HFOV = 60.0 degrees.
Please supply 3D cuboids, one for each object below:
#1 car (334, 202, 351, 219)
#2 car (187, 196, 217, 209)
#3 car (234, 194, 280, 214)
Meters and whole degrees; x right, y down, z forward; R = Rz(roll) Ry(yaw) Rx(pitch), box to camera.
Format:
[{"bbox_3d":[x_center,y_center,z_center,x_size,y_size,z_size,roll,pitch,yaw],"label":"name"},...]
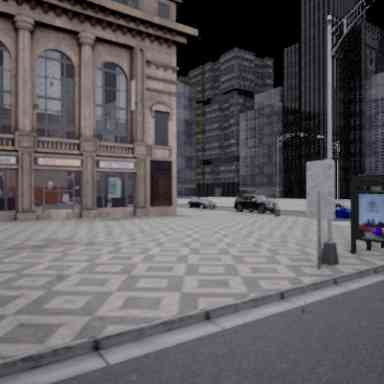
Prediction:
[{"bbox_3d":[12.458,1.563,27.670,1.882,1.535,5.008,0,0,-35],"label":"car"},{"bbox_3d":[1.326,1.383,44.178,2.097,1.767,4.553,0,0,-34],"label":"car"},{"bbox_3d":[6.894,1.280,35.911,2.150,2.045,5.566,0,0,-34],"label":"car"}]
